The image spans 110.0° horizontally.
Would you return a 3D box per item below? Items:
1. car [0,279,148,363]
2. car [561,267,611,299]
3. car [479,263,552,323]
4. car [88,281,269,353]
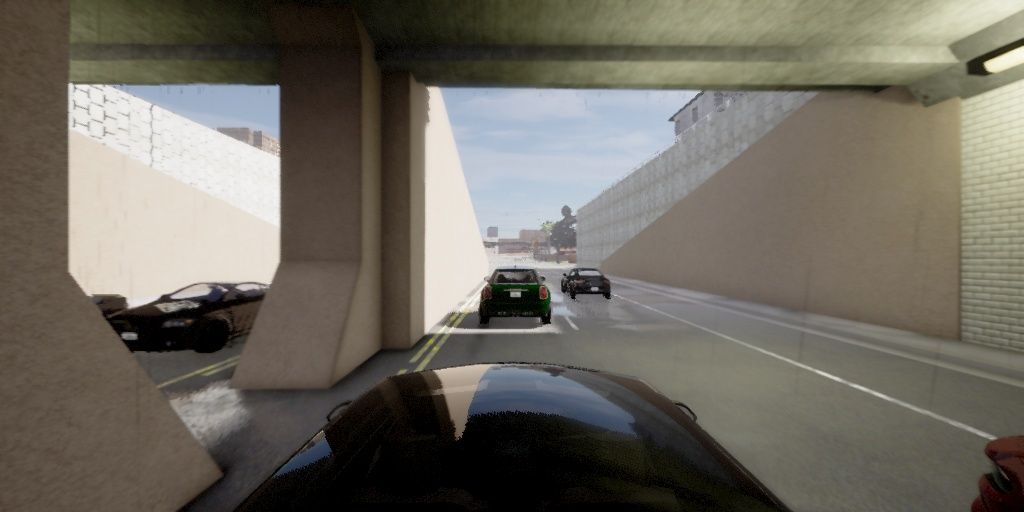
[{"bbox_3d":[-10.599,1.298,6.755,2.033,1.411,5.357,0,0,0],"label":"car"},{"bbox_3d":[3.589,1.276,17.865,1.812,1.442,4.674,0,0,0],"label":"car"},{"bbox_3d":[0.102,1.102,12.190,2.097,1.767,4.553,0,0,0],"label":"car"},{"bbox_3d":[-7.099,1.314,8.646,1.994,1.385,4.181,0,0,0],"label":"car"}]
